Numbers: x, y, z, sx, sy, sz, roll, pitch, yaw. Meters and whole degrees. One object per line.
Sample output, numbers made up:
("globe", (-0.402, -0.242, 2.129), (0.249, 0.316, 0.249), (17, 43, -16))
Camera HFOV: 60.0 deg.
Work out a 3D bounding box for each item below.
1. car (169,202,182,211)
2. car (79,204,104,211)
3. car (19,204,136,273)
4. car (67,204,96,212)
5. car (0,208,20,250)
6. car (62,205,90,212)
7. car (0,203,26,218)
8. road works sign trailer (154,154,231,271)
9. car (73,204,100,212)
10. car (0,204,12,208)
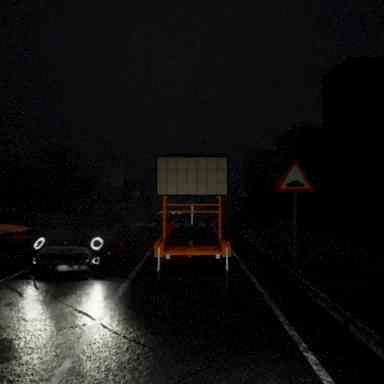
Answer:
("car", (-3.209, 3.397, 69.473), (1.994, 1.385, 4.181), (0, -2, 0))
("car", (-21.902, 3.426, 72.550), (4.674, 1.452, 2.002), (0, -2, 0))
("car", (-3.368, 1.419, 10.934), (2.097, 1.767, 4.553), (0, -1, 0))
("car", (-21.915, 3.173, 66.133), (4.892, 1.521, 2.231), (0, -2, 0))
("car", (-9.394, 1.586, 14.012), (5.366, 1.575, 1.946), (0, -1, 0))
("car", (-21.925, 3.103, 62.858), (4.674, 1.452, 2.002), (0, -2, 0))
("car", (-22.018, 2.127, 38.541), (4.553, 1.767, 2.185), (0, -2, 0))
("road works sign trailer", (0.005, 0.533, 11.097), (2.380, 3.560, 2.880), (0, -1, -1))
("car", (-21.918, 3.281, 69.405), (5.008, 1.535, 2.097), (0, -2, 0))
("car", (-21.953, 2.189, 35.367), (4.674, 1.452, 2.002), (0, -2, 0))
